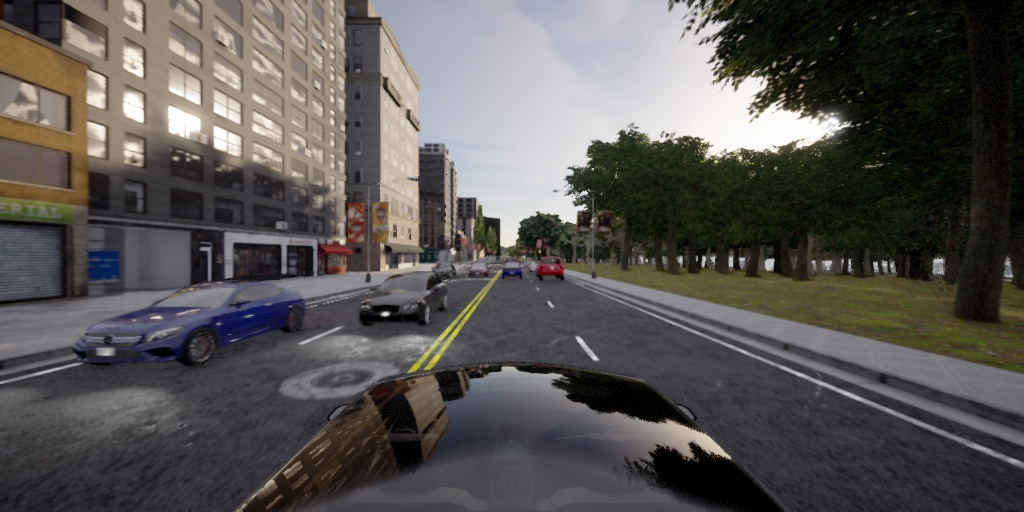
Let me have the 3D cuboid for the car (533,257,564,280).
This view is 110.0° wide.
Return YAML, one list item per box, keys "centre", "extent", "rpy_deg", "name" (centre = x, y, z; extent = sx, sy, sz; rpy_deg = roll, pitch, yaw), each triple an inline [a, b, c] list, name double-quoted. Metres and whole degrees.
- centre: [3.355, 1.088, 32.351]
  extent: [2.150, 2.045, 5.566]
  rpy_deg: [0, 0, 0]
  name: "car"

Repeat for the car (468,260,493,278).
- centre: [-3.270, 1.407, 36.425]
  extent: [1.812, 1.442, 4.674]
  rpy_deg: [0, 0, 1]
  name: "car"

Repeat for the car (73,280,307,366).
- centre: [-6.595, 1.303, 8.151]
  extent: [1.812, 1.442, 4.674]
  rpy_deg: [0, 0, 0]
  name: "car"

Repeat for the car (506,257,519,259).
- centre: [0.023, 1.140, 46.493]
  extent: [2.150, 2.045, 5.566]
  rpy_deg: [0, 0, 0]
  name: "car"

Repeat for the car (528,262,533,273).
- centre: [3.283, 1.445, 48.069]
  extent: [1.812, 1.442, 4.674]
  rpy_deg: [0, 0, 1]
  name: "car"

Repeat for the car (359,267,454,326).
- centre: [-3.340, 1.295, 11.893]
  extent: [1.837, 1.490, 4.892]
  rpy_deg: [0, 0, 0]
  name: "car"

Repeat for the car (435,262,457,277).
- centre: [-6.538, 1.384, 34.679]
  extent: [1.837, 1.490, 4.892]
  rpy_deg: [0, -1, 1]
  name: "car"

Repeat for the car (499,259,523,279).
- centre: [0.009, 1.352, 34.625]
  extent: [1.882, 1.535, 5.008]
  rpy_deg: [0, 0, 0]
  name: "car"
